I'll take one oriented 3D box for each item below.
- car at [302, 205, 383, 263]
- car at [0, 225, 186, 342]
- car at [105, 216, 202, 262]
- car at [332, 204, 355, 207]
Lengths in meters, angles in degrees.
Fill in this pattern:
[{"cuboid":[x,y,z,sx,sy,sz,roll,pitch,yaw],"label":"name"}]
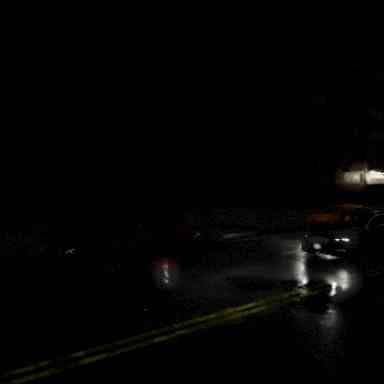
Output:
[{"cuboid":[5.938,1.438,11.880,4.902,1.511,2.128,0,0,-35],"label":"car"},{"cuboid":[-2.436,1.557,5.933,4.181,1.385,1.994,0,0,-36],"label":"car"},{"cuboid":[-1.833,1.504,10.360,4.674,1.442,1.812,0,0,-35],"label":"car"},{"cuboid":[8.006,1.400,17.318,5.008,1.535,1.882,0,0,-35],"label":"car"}]
